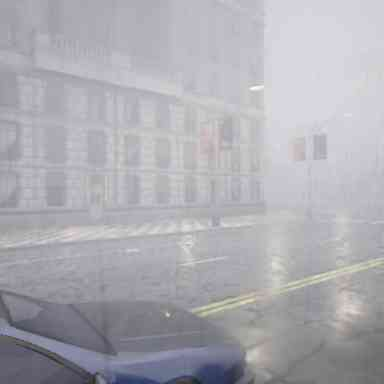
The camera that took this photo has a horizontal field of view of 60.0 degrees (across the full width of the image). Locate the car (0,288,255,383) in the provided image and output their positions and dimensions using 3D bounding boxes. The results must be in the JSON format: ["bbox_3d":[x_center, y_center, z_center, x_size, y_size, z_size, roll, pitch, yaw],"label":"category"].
[{"bbox_3d":[-2.002,1.550,2.499,5.357,1.411,2.033,0,0,-35],"label":"car"}]
